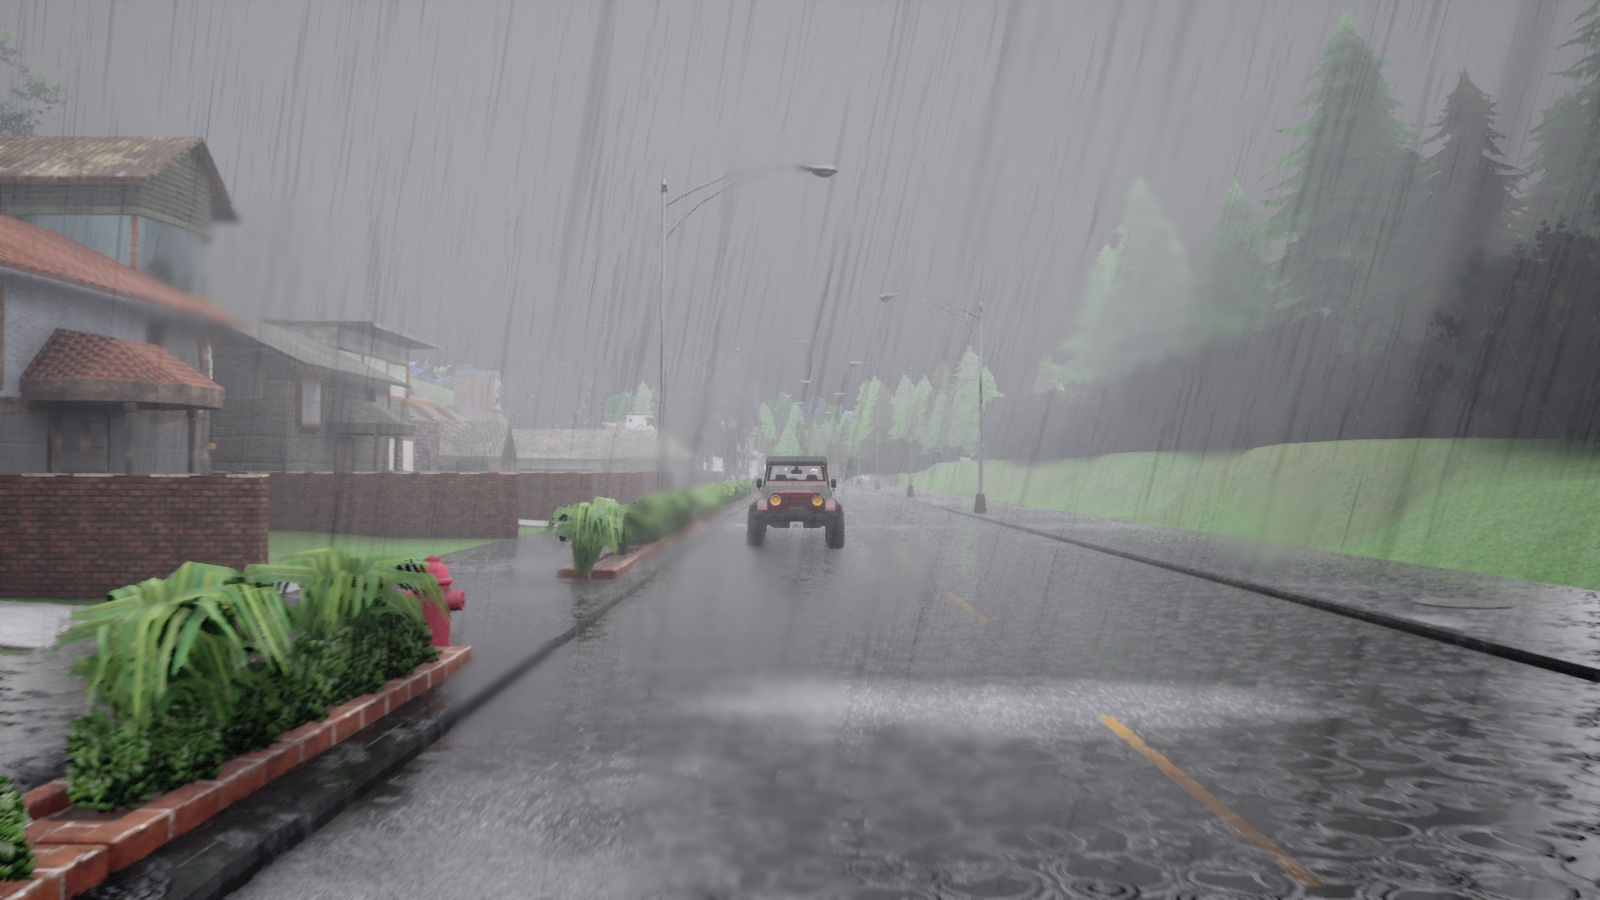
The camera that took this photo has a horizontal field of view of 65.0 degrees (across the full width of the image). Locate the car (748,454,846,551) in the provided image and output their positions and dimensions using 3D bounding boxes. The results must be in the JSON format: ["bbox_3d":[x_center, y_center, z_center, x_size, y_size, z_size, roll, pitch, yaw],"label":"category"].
[{"bbox_3d":[-0.065,1.052,26.358,1.905,1.878,3.866,0,-1,0],"label":"car"}]
